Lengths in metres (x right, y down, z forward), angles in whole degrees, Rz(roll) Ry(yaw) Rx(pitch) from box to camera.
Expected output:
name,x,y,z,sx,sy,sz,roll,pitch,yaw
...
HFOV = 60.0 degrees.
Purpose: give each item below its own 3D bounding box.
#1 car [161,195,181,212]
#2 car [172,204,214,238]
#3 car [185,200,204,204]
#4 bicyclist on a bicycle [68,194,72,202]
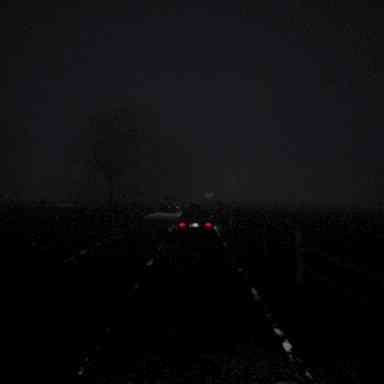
name,x,y,z,sx,sy,sz,roll,pitch,yaw
car,-2.573,1.355,40.973,2.150,2.045,5.566,0,0,0
car,0.178,1.576,17.740,2.033,1.411,5.357,0,0,1
car,0.252,1.546,35.108,1.882,1.535,5.008,0,0,0
bicyclist on a bicycle,-21.735,1.233,59.141,0.582,1.620,1.656,1,0,3
